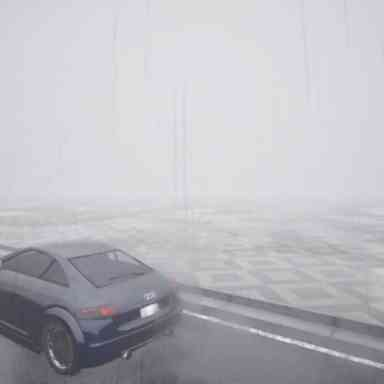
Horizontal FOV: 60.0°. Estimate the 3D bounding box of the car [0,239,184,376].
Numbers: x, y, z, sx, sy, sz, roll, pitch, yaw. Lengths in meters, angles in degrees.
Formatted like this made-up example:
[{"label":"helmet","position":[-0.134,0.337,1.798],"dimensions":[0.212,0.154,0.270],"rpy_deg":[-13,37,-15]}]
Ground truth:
[{"label":"car","position":[-2.185,1.504,5.552],"dimensions":[4.181,1.385,1.994],"rpy_deg":[1,1,36]}]
